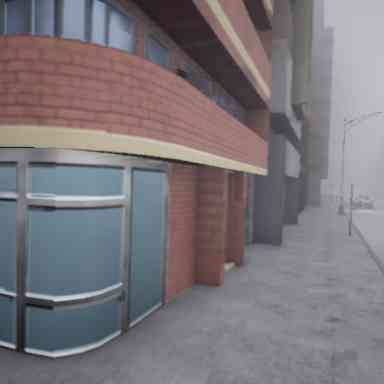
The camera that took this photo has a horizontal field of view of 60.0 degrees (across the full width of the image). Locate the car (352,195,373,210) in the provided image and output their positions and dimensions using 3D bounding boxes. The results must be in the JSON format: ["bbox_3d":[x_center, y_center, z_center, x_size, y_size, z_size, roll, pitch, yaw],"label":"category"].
[{"bbox_3d":[17.864,1.044,35.184,2.033,1.411,5.357,2,2,22],"label":"car"}]
